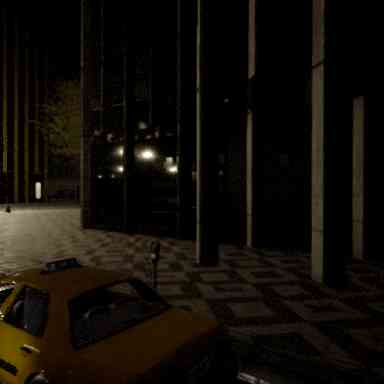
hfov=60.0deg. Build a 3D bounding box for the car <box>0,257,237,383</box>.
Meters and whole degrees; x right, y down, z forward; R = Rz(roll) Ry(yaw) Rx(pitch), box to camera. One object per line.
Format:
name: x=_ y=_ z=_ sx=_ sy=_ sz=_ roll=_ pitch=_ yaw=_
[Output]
car: x=-1.822 y=1.521 z=4.260 sx=4.829 sy=1.417 sz=1.752 roll=0 pitch=0 yaw=35
